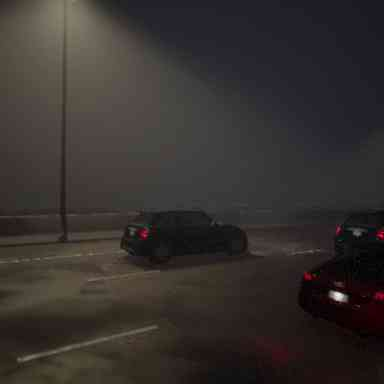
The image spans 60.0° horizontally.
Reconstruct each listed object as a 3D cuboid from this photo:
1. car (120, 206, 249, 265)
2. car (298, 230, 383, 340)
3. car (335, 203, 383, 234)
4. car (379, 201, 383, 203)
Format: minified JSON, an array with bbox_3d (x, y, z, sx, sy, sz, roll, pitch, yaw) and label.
[{"bbox_3d":[-0.135,1.378,11.943,4.553,1.767,2.097,1,0,-32],"label":"car"},{"bbox_3d":[3.990,1.620,6.275,4.181,1.385,1.994,1,0,-32],"label":"car"},{"bbox_3d":[7.472,1.460,12.430,4.553,1.767,2.097,1,0,-30],"label":"car"},{"bbox_3d":[28.245,1.889,44.891,5.008,1.535,1.882,1,0,-18],"label":"car"}]
